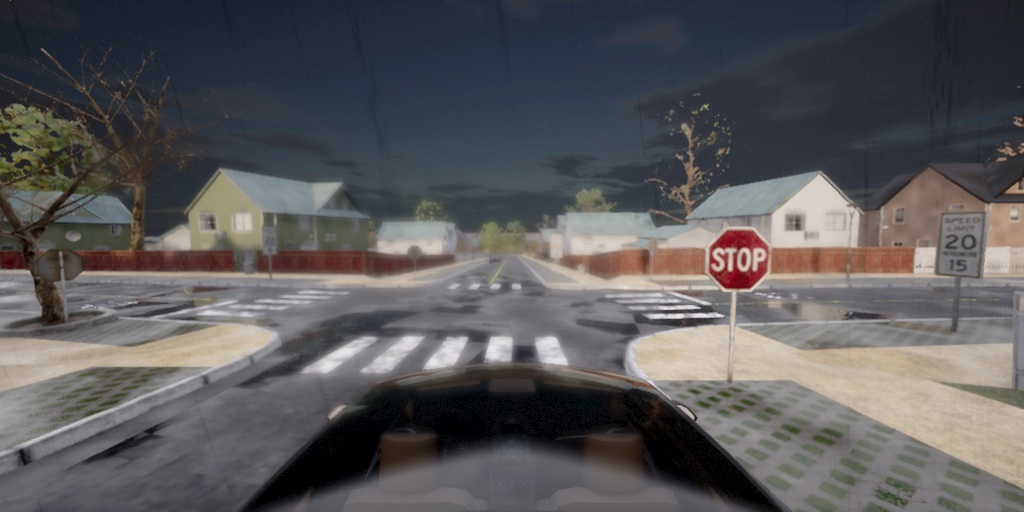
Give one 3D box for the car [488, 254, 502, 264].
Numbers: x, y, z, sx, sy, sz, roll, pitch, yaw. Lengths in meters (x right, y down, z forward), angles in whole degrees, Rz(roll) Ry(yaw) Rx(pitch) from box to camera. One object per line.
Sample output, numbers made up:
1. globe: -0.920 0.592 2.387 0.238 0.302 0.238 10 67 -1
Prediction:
1. car: -2.678 0.483 58.189 1.837 1.490 4.892 0 0 1
